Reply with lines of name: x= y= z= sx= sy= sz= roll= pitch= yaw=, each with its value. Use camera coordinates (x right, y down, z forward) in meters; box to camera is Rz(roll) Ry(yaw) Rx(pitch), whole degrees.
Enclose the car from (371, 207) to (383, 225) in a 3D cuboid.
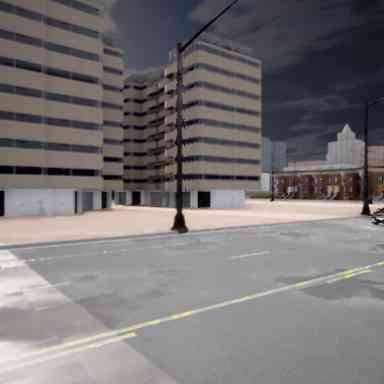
car: x=14.059 y=1.491 z=22.611 sx=4.892 sy=1.490 sz=1.837 roll=0 pitch=0 yaw=-35
